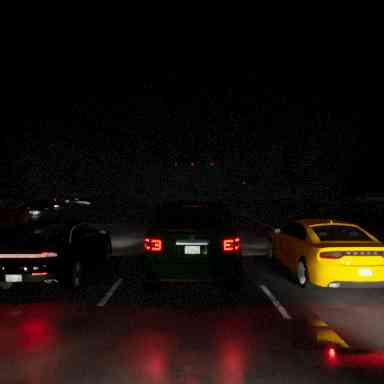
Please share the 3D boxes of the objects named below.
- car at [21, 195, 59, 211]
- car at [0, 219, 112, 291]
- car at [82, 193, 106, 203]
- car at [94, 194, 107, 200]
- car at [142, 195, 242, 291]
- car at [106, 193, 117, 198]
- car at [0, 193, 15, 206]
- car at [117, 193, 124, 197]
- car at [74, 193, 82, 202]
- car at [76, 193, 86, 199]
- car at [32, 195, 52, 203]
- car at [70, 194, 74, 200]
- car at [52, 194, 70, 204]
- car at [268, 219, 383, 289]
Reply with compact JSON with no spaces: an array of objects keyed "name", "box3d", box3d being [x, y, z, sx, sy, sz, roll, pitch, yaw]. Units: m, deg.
[{"name":"car","box3d":[-18.207,1.412,39.607,2.033,1.411,5.357,0,0,-1]},{"name":"car","box3d":[-3.522,1.483,8.987,2.128,1.511,4.902,0,0,0]},{"name":"car","box3d":[-18.547,1.281,63.049,2.033,1.411,5.357,0,0,0]},{"name":"car","box3d":[-22.347,1.185,81.376,1.994,1.385,4.181,0,0,-1]},{"name":"car","box3d":[-0.013,1.212,9.131,2.150,2.045,5.566,0,0,0]},{"name":"car","box3d":[-18.701,1.227,73.883,1.994,1.385,4.181,0,0,-1]},{"name":"car","box3d":[-21.652,1.102,36.376,2.150,2.045,5.566,0,0,-1]},{"name":"car","box3d":[-18.902,0.979,83.006,2.097,1.767,4.553,0,0,-1]},{"name":"car","box3d":[-22.111,1.255,68.688,1.994,1.385,4.181,0,0,-1]},{"name":"car","box3d":[-30.200,1.061,90.605,1.882,1.535,5.008,0,0,-7]},{"name":"car","box3d":[-29.041,1.248,64.592,1.812,1.442,4.674,0,0,-1]},{"name":"car","box3d":[-29.286,1.200,78.690,1.994,1.385,4.181,0,0,-1]},{"name":"car","box3d":[-21.931,1.136,53.433,2.097,1.767,4.553,0,0,-1]},{"name":"car","box3d":[3.475,1.468,9.186,1.882,1.535,5.008,0,0,0]}]
